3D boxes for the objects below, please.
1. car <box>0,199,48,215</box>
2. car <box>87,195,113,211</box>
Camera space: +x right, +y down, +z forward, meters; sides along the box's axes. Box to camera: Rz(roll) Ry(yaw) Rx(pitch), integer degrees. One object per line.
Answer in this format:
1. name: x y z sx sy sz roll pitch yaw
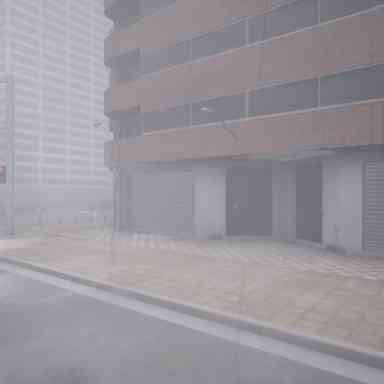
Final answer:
1. car: -16.749 1.505 32.686 1.837 1.490 4.892 0 0 37
2. car: -10.499 1.505 40.939 1.837 1.490 4.892 0 0 37
